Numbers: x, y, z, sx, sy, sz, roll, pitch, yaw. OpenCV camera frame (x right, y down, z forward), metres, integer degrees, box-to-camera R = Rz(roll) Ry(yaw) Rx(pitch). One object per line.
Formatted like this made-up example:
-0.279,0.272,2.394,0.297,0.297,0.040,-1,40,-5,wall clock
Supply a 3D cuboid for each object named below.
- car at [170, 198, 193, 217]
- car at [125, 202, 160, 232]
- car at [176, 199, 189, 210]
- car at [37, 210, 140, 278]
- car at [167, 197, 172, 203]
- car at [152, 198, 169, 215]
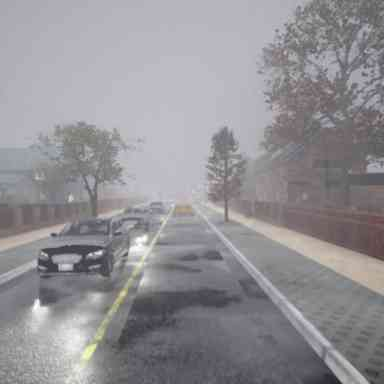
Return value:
-0.901,1.628,33.210,1.882,1.535,5.008,0,0,-1,car
-3.423,1.601,20.717,2.128,1.511,4.902,0,0,-2,car
-1.344,1.740,47.897,1.837,1.490,4.892,0,0,-1,car
-3.122,1.556,10.470,2.128,1.511,4.902,0,0,-2,car
-4.906,1.812,72.963,1.812,1.442,4.674,0,0,-2,car
-3.807,1.753,36.490,1.837,1.490,4.892,0,0,-2,car
